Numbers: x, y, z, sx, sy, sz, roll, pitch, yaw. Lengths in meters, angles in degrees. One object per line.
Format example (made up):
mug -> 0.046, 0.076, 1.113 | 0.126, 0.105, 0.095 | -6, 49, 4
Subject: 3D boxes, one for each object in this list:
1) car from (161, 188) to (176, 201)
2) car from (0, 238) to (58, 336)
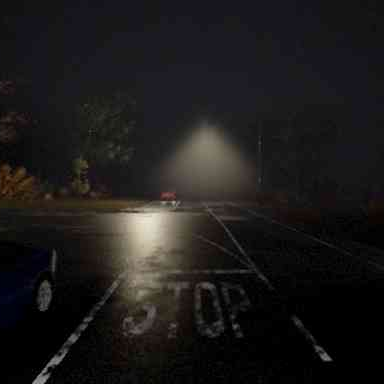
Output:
car -> -3.695, 0.360, 53.572 | 2.150, 2.045, 5.566 | 0, 1, -1
car -> -3.498, 1.408, 4.334 | 1.882, 1.535, 5.008 | 0, 1, 0
